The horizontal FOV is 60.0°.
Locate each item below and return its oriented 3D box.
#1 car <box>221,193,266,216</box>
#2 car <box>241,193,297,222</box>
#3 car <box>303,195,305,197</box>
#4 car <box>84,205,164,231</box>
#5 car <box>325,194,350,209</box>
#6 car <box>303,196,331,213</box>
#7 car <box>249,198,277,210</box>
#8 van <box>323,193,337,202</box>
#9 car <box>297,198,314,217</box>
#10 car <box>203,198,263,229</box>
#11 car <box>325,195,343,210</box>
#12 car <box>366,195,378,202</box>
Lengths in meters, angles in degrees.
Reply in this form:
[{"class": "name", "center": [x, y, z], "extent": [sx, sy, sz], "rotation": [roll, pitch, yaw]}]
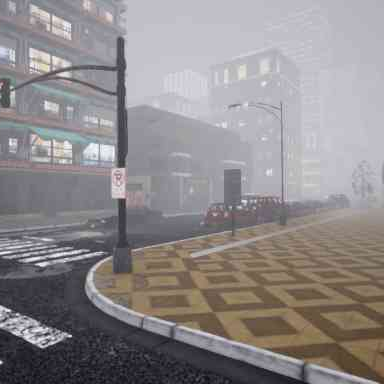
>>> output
[{"class": "car", "center": [5.323, 1.176, 33.734], "extent": [2.150, 2.045, 5.566], "rotation": [-1, 0, 36]}, {"class": "car", "center": [5.798, 1.216, 25.241], "extent": [2.192, 1.841, 5.009], "rotation": [-1, 0, 36]}, {"class": "car", "center": [15.714, 1.481, 47.717], "extent": [1.994, 1.385, 4.181], "rotation": [-1, 0, 37]}, {"class": "car", "center": [-4.050, 1.536, 20.984], "extent": [2.033, 1.411, 5.357], "rotation": [-1, 0, 36]}, {"class": "car", "center": [19.048, 1.168, 43.268], "extent": [2.192, 1.841, 5.009], "rotation": [-1, 0, 36]}, {"class": "car", "center": [12.425, 1.422, 34.254], "extent": [1.887, 1.381, 4.507], "rotation": [-1, 0, 36]}, {"class": "car", "center": [9.288, 1.489, 43.290], "extent": [1.752, 1.417, 4.829], "rotation": [-1, 0, 36]}, {"class": "van", "center": [29.262, 1.230, 70.467], "extent": [1.690, 1.788, 3.998], "rotation": [-1, 0, 36]}, {"class": "car", "center": [9.113, 1.471, 29.747], "extent": [1.802, 1.307, 4.206], "rotation": [-1, 0, 36]}, {"class": "car", "center": [2.487, 1.353, 20.734], "extent": [1.967, 1.590, 4.097], "rotation": [-1, 0, 36]}, {"class": "car", "center": [15.738, 1.416, 38.760], "extent": [2.008, 1.369, 4.403], "rotation": [-1, 0, 36]}, {"class": "car", "center": [35.612, 1.334, 65.800], "extent": [1.887, 1.381, 4.507], "rotation": [-1, 0, 36]}]
